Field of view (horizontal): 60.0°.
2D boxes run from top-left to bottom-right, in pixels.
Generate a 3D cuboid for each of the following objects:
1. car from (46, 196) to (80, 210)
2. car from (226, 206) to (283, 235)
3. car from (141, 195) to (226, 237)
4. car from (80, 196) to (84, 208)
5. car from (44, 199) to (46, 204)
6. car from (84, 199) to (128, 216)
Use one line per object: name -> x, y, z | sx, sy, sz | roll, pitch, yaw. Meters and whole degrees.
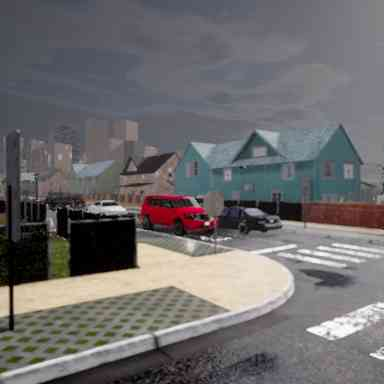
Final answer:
car -> -14.596, 1.301, 37.411 | 1.837, 1.490, 4.892 | 0, 1, -36
car -> 2.562, 1.531, 18.924 | 2.033, 1.411, 5.357 | 0, 1, -36
car -> -0.880, 1.205, 18.786 | 2.150, 2.045, 5.566 | 0, 1, -36
car -> -15.350, 1.247, 43.319 | 1.837, 1.490, 4.892 | 0, 1, -38
car -> -21.317, 1.228, 51.284 | 1.994, 1.385, 4.181 | 0, 1, -36
car -> -6.864, 1.428, 26.883 | 1.812, 1.442, 4.674 | 0, 1, -37
